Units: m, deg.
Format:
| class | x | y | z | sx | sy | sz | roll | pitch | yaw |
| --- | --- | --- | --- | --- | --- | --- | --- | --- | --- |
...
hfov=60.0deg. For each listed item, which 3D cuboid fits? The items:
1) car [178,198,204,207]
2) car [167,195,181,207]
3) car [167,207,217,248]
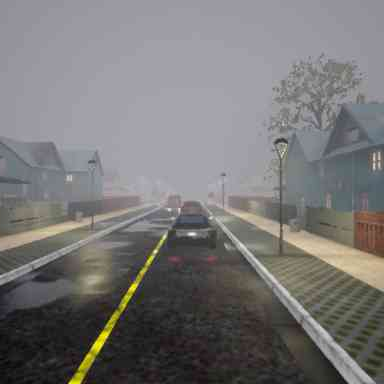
| class | x | y | z | sx | sy | sz | roll | pitch | yaw |
| --- | --- | --- | --- | --- | --- | --- | --- | --- | --- |
| car | -0.001 | 1.526 | 29.653 | 1.882 | 1.535 | 5.008 | 0 | 0 | 0 |
| car | -2.750 | 1.484 | 53.624 | 2.150 | 2.045 | 5.566 | 0 | 0 | 0 |
| car | 0.000 | 1.571 | 14.650 | 1.994 | 1.385 | 4.181 | 0 | 0 | 0 |
